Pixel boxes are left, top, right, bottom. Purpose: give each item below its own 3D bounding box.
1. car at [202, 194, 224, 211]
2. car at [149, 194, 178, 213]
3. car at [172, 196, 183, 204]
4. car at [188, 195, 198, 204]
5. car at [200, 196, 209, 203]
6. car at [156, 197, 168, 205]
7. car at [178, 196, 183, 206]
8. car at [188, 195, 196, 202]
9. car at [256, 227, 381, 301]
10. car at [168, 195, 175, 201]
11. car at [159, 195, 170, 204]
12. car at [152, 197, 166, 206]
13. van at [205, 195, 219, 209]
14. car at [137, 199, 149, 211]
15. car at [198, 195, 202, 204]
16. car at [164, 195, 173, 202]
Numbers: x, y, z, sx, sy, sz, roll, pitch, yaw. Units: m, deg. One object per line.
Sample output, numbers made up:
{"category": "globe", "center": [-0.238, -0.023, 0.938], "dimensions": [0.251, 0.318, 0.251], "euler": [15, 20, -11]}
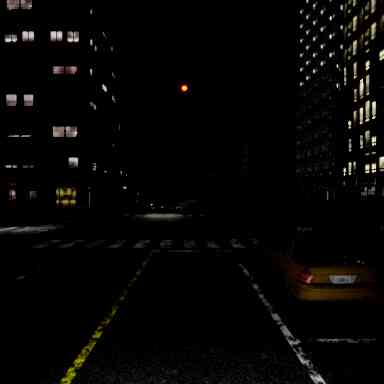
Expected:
{"category": "car", "center": [2.742, 1.332, 40.490], "dimensions": [2.192, 1.841, 5.009], "euler": [0, 0, 0]}
{"category": "car", "center": [-3.055, 1.236, 36.775], "dimensions": [2.150, 2.045, 5.566], "euler": [0, 0, 0]}
{"category": "car", "center": [-2.905, 1.597, 68.792], "dimensions": [2.033, 1.411, 5.357], "euler": [0, 0, 0]}
{"category": "car", "center": [0.193, 1.651, 64.894], "dimensions": [1.895, 1.301, 4.718], "euler": [0, 0, 0]}
{"category": "car", "center": [2.790, 1.611, 73.650], "dimensions": [1.887, 1.381, 4.507], "euler": [0, 0, 0]}
{"category": "car", "center": [-5.606, 1.591, 62.607], "dimensions": [1.887, 1.381, 4.507], "euler": [0, 0, 0]}
{"category": "car", "center": [-3.021, 1.578, 52.780], "dimensions": [2.033, 1.411, 5.357], "euler": [0, 0, 0]}
{"category": "car", "center": [0.112, 1.556, 80.177], "dimensions": [1.882, 1.535, 5.008], "euler": [0, 0, 0]}
{"category": "car", "center": [2.698, 1.526, 8.247], "dimensions": [1.752, 1.417, 4.829], "euler": [0, 0, 0]}
{"category": "car", "center": [-5.567, 1.624, 90.072], "dimensions": [1.752, 1.417, 4.829], "euler": [0, 0, 0]}
{"category": "car", "center": [-5.599, 1.496, 68.135], "dimensions": [1.967, 1.590, 4.097], "euler": [0, 0, 0]}
{"category": "car", "center": [-5.613, 1.588, 57.081], "dimensions": [2.008, 1.369, 4.403], "euler": [0, 0, 0]}
{"category": "van", "center": [2.750, 1.363, 46.016], "dimensions": [1.690, 1.788, 3.998], "euler": [0, 0, 0]}
{"category": "car", "center": [-5.636, 1.567, 40.502], "dimensions": [2.008, 1.369, 4.403], "euler": [0, 0, 0]}
{"category": "car", "center": [2.773, 1.361, 62.596], "dimensions": [2.192, 1.841, 5.009], "euler": [0, 0, 0]}
{"category": "car", "center": [-5.583, 1.516, 79.188], "dimensions": [1.967, 1.590, 4.097], "euler": [0, 0, 0]}
